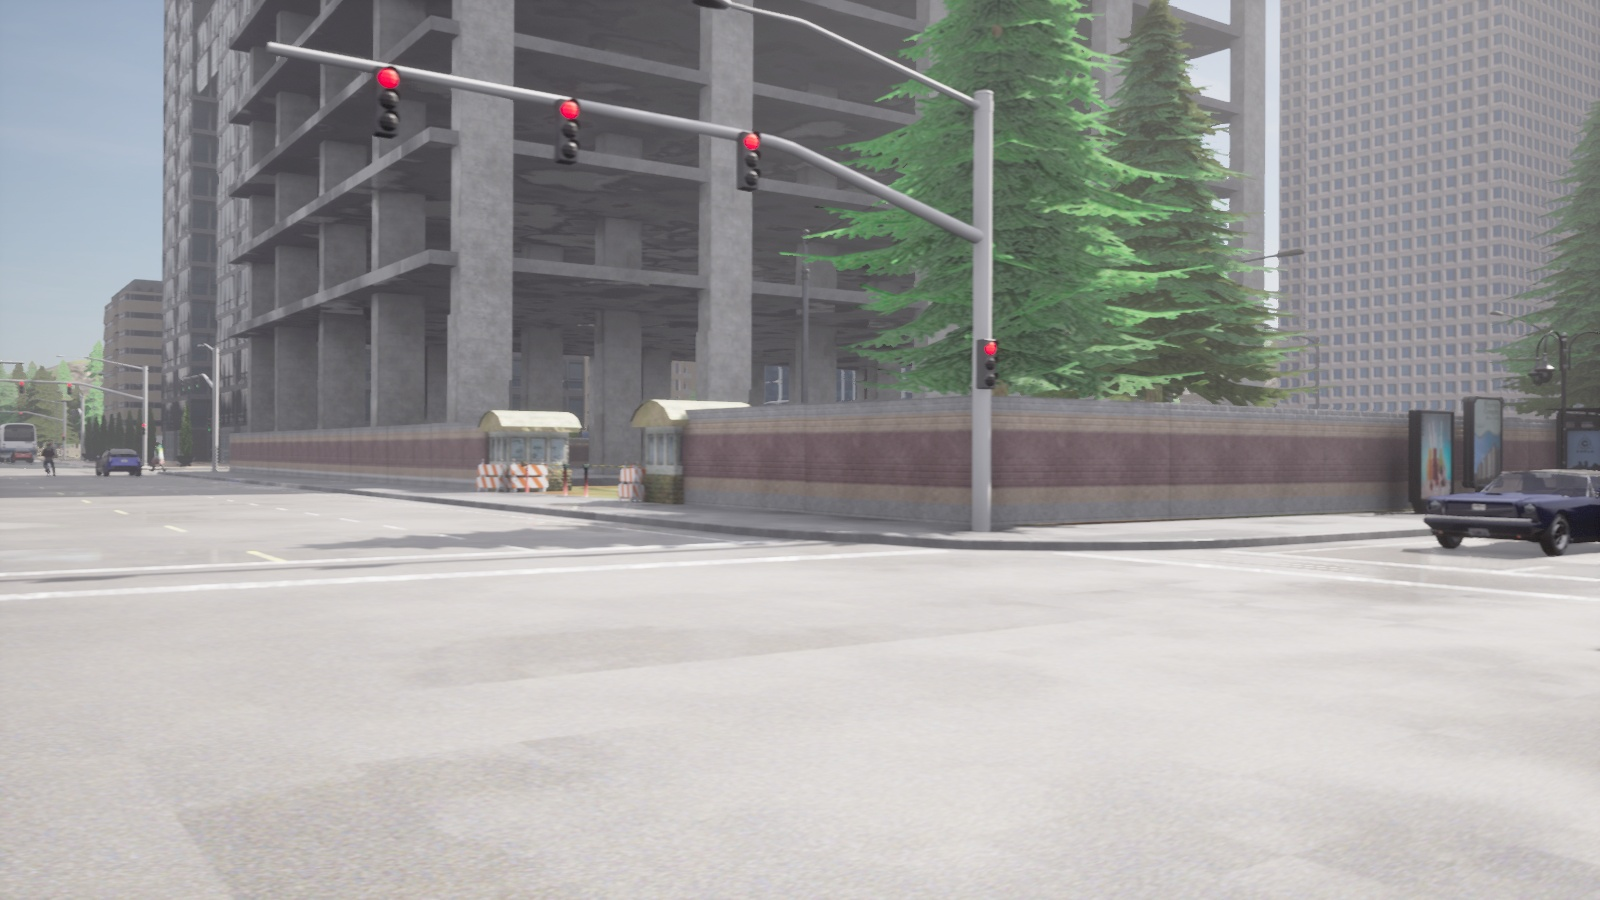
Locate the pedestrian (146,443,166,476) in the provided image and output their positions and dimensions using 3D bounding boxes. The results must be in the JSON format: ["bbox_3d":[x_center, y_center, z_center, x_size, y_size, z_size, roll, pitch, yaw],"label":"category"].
[{"bbox_3d":[-38.598,0.579,75.267,0.873,1.952,0.659,0,0,8],"label":"pedestrian"}]

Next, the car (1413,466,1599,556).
[{"bbox_3d":[12.327,0.931,20.757,4.718,1.301,1.895,0,0,-35],"label":"car"}]

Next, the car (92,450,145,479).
[{"bbox_3d":[-37.192,0.793,68.448,2.007,1.525,4.514,0,0,-35],"label":"car"}]
